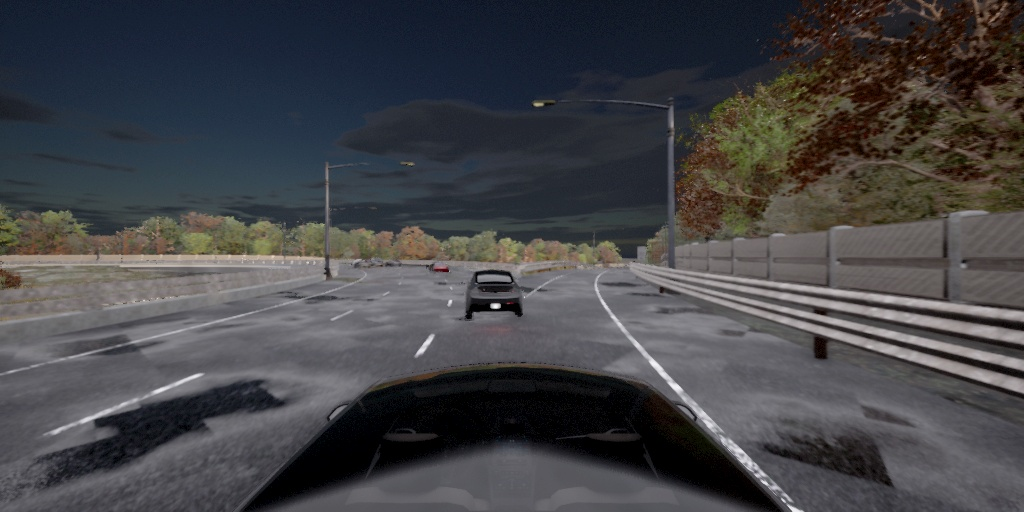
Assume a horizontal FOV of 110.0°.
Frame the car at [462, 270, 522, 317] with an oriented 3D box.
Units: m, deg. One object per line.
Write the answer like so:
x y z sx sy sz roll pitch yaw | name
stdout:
-0.759 1.262 13.240 1.837 1.490 4.892 0 0 -6 | car

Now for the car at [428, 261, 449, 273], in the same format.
-9.522 1.377 46.306 1.994 1.385 4.181 0 0 -23 | car
